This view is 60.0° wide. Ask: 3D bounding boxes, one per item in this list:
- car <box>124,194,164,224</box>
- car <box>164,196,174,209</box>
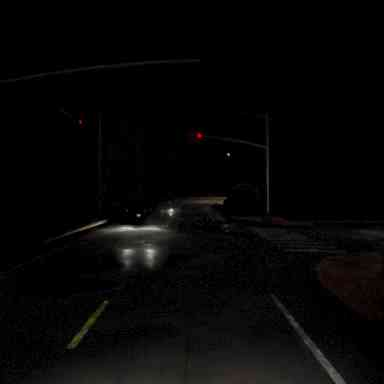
[{"bbox_3d":[-3.603,1.211,25.173,2.150,2.045,5.566,0,0,0],"label":"car"},{"bbox_3d":[-3.560,1.334,45.163,2.097,1.767,4.553,0,0,0],"label":"car"}]
